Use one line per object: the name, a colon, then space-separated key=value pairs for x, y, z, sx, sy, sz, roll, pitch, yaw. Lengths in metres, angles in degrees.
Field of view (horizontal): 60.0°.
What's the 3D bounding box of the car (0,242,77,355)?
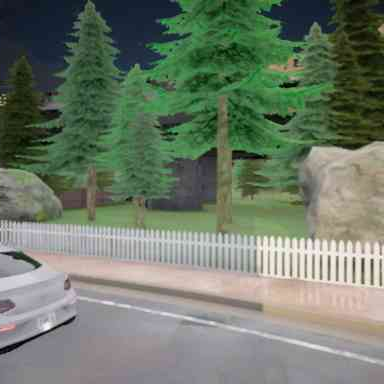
car: x=-3.975 y=1.494 z=5.296 sx=4.674 sy=1.442 sz=1.812 roll=0 pitch=0 yaw=25
